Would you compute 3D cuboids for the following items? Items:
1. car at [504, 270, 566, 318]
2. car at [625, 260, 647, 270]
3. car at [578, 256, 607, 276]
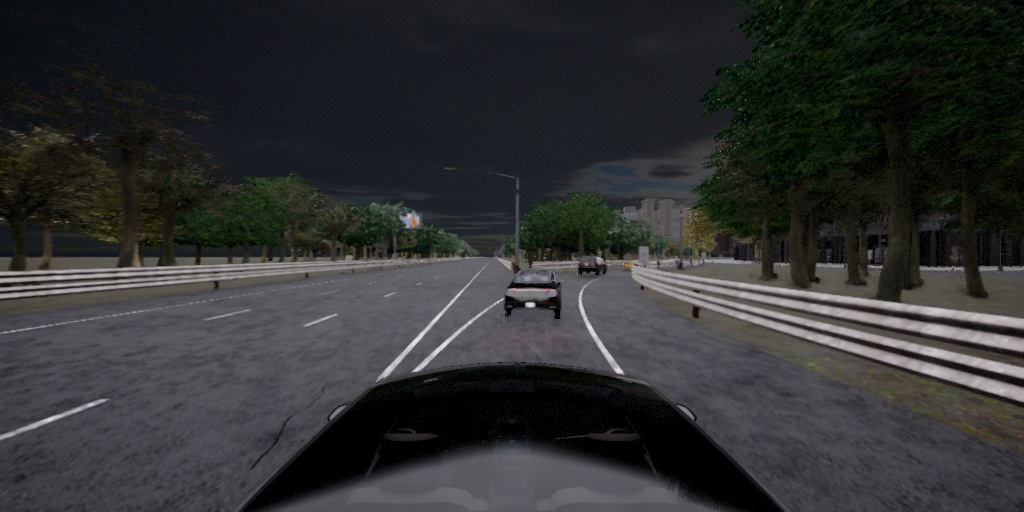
[{"bbox_3d":[0.907,1.252,13.158,2.128,1.511,4.902,0,0,8],"label":"car"},{"bbox_3d":[18.953,1.327,54.667,1.882,1.535,5.008,0,-1,39],"label":"car"},{"bbox_3d":[8.763,1.032,38.764,2.150,2.045,5.566,0,-1,26],"label":"car"}]
